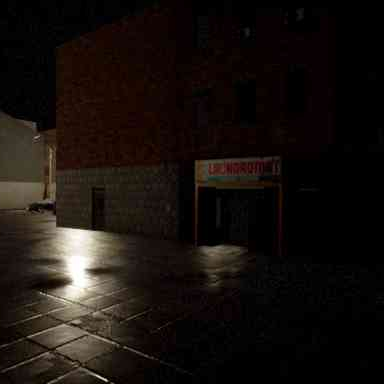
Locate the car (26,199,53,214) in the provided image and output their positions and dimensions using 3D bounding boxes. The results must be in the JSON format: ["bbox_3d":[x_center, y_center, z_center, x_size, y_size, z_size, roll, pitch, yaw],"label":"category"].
[{"bbox_3d":[-15.696,1.520,36.661,2.128,1.511,4.902,0,0,35],"label":"car"}]
